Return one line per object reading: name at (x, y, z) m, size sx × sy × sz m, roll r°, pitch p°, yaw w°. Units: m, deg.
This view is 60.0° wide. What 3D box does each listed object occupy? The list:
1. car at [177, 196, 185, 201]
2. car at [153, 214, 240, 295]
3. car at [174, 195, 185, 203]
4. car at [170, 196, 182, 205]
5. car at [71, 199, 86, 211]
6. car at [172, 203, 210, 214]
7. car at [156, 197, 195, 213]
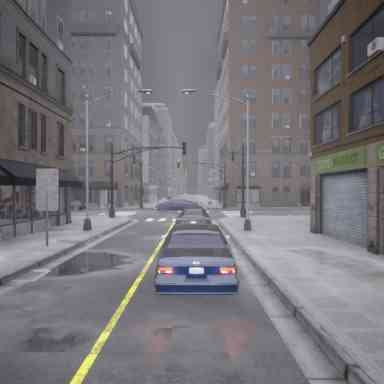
car at (-2.609, 1.596, 81.431) m, size 1.895 × 1.301 × 4.718 m, roll 0°, pitch 0°, yaw 0°
car at (0.098, 1.547, 8.853) m, size 2.033 × 1.411 × 5.357 m, roll 0°, pitch 0°, yaw 0°
car at (-2.630, 1.494, 69.533) m, size 2.128 × 1.511 × 4.902 m, roll 0°, pitch 0°, yaw 0°
car at (-2.728, 1.526, 58.614) m, size 1.812 × 1.442 × 4.674 m, roll 0°, pitch 0°, yaw 0°
car at (-14.677, 1.539, 39.337) m, size 4.313 × 1.339 × 1.947 m, roll 0°, pitch 0°, yaw 0°
car at (0.095, 1.563, 19.399) m, size 1.994 × 1.385 × 4.181 m, roll 0°, pitch 0°, yaw 1°
car at (-1.650, 1.522, 36.762) m, size 4.674 × 1.442 × 1.812 m, roll 0°, pitch 0°, yaw 0°
